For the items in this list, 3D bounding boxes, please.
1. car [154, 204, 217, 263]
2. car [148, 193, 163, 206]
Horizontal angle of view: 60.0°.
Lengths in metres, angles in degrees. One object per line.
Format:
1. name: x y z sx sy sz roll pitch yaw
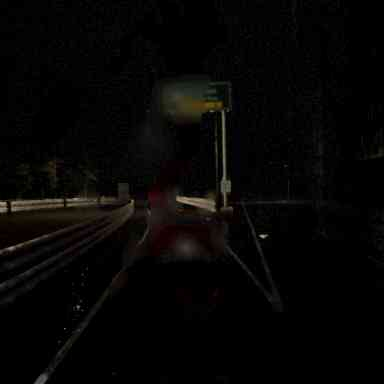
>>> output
1. car: -0.285 1.420 11.825 1.882 1.535 5.008 -1 0 -3
2. car: -6.074 1.200 55.530 2.150 2.045 5.566 -1 0 -8
